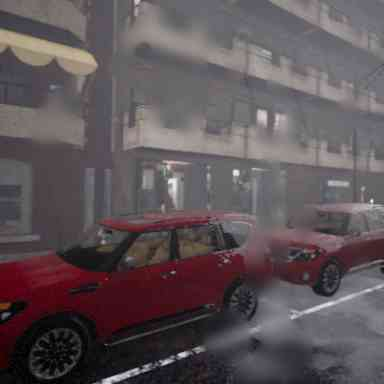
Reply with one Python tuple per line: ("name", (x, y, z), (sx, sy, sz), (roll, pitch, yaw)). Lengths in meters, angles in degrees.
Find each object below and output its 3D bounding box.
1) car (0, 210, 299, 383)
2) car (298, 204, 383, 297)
("car", (-0.790, 1.303, 5.506), (5.009, 1.841, 2.192), (0, 2, -35))
("car", (3.711, 1.275, 8.717), (5.009, 1.841, 2.192), (0, 2, -35))
